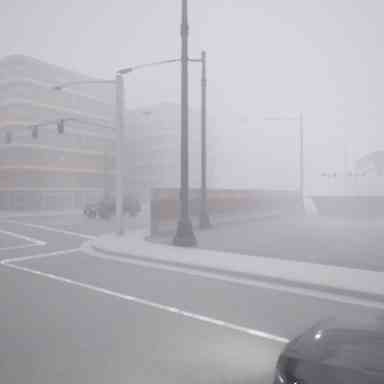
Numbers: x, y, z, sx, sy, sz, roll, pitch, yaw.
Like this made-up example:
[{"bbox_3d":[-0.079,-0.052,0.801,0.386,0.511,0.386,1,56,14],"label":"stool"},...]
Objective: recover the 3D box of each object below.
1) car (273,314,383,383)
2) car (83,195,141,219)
[{"bbox_3d":[2.941,1.509,2.007,4.892,1.490,1.837,0,0,35],"label":"car"},{"bbox_3d":[-7.098,1.306,30.140,2.150,2.045,5.566,0,0,36],"label":"car"}]
